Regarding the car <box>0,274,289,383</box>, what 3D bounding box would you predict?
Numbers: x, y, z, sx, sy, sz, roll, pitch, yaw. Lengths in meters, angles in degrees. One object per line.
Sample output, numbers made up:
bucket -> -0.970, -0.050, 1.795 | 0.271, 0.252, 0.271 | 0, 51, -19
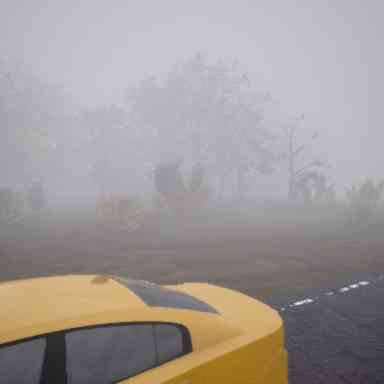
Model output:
car -> -1.447, 1.477, 2.345 | 5.008, 1.535, 1.882 | 0, 0, -35
